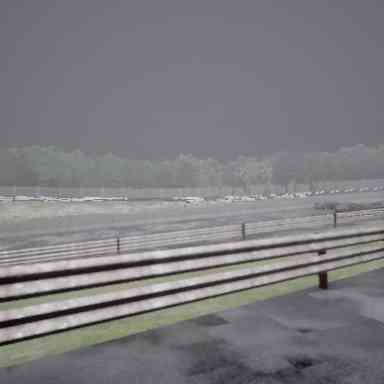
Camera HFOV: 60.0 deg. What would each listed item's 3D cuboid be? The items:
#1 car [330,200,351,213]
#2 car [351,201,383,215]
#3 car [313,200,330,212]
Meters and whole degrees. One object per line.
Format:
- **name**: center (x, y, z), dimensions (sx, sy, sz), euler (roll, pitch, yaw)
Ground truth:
- **car**: center (20.783, 1.960, 43.754), dimensions (4.181, 1.385, 1.994), euler (-4, 2, -24)
- **car**: center (22.226, 1.901, 40.564), dimensions (4.892, 1.490, 1.837), euler (-4, 2, -24)
- **car**: center (19.339, 1.876, 46.940), dimensions (4.902, 1.511, 2.128), euler (-4, 2, -24)
